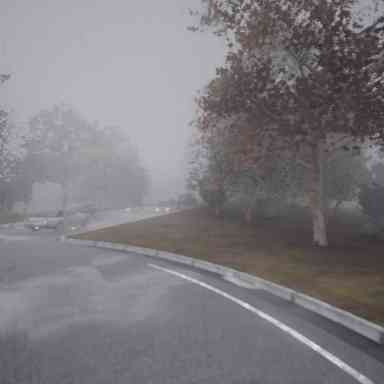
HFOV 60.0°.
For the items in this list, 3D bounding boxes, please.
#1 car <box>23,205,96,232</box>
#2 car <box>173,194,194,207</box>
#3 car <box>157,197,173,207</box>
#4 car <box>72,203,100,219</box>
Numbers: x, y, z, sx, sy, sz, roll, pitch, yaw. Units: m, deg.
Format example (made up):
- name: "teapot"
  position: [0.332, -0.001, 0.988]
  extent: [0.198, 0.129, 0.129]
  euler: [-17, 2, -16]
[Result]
- name: "car"
  position: [-8.630, 1.819, 21.914]
  extent: [1.895, 1.301, 4.718]
  euler: [-1, 0, 15]
- name: "car"
  position: [-0.774, 1.315, 53.547]
  extent: [2.150, 2.045, 5.566]
  euler: [-1, 0, 14]
- name: "car"
  position: [-4.207, 1.647, 54.585]
  extent: [1.882, 1.535, 5.008]
  euler: [-1, 0, 14]
- name: "car"
  position: [-10.120, 1.766, 29.914]
  extent: [1.837, 1.490, 4.892]
  euler: [-1, 0, 13]
